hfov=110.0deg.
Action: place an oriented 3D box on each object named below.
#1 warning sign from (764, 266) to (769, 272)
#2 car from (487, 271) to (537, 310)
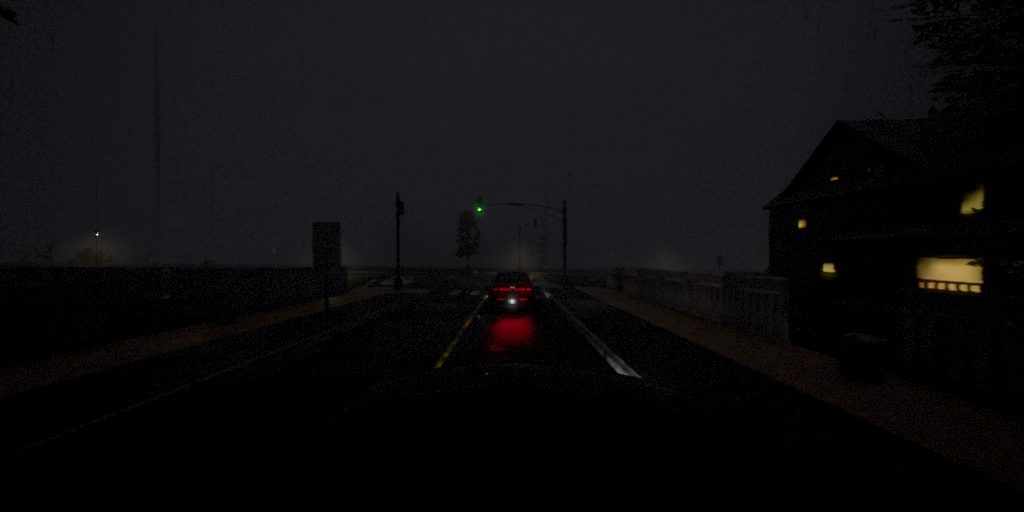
[{"bbox_3d":[22.954,1.657,31.831,1.060,1.860,1.300,0,0,-15],"label":"warning sign"},{"bbox_3d":[0.002,1.382,15.331,1.837,1.490,4.892,0,0,0],"label":"car"}]
